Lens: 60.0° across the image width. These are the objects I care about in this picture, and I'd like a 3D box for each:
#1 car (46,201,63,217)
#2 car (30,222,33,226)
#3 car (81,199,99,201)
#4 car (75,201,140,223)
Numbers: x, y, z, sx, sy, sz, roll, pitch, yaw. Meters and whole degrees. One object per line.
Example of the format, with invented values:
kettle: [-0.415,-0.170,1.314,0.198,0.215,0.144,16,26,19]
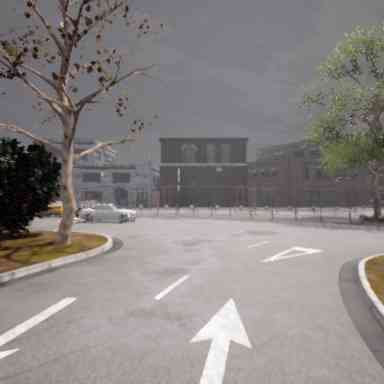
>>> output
car: [-13.137,1.688,33.751,2.097,1.535,5.008,-1,0,1]
car: [-12.380,1.380,21.510,2.435,2.045,5.566,-1,0,1]
car: [-10.104,1.520,33.699,2.185,1.767,4.553,-1,0,1]
car: [-6.395,1.625,25.833,4.674,1.442,1.812,-1,-1,13]
